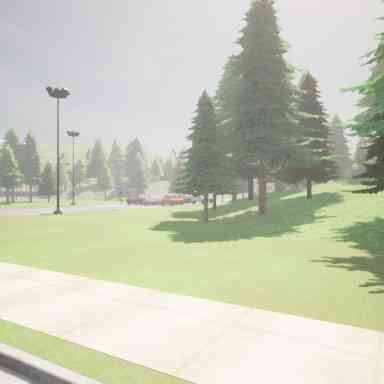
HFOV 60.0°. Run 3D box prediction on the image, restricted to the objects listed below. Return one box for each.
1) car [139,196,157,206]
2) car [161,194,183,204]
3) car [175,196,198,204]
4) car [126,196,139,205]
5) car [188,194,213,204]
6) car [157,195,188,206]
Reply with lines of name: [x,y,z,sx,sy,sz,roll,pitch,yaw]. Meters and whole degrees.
car: [-6.316,1.602,56.373,1.895,1.301,4.718,0,0,32]
car: [-4.018,1.354,67.018,2.097,1.767,4.553,0,0,31]
car: [-1.009,1.549,65.230,2.033,1.411,5.357,0,0,31]
car: [-9.337,1.493,58.145,2.128,1.511,4.902,0,0,32]
car: [1.999,1.223,63.442,2.150,2.045,5.566,0,0,31]
car: [-3.110,1.353,54.903,2.097,1.767,4.553,0,0,32]
